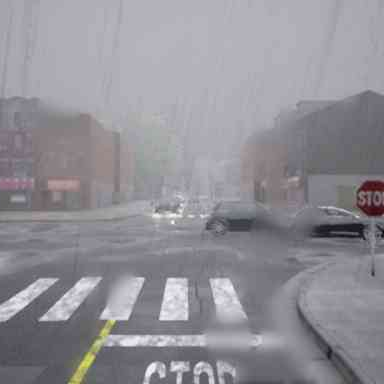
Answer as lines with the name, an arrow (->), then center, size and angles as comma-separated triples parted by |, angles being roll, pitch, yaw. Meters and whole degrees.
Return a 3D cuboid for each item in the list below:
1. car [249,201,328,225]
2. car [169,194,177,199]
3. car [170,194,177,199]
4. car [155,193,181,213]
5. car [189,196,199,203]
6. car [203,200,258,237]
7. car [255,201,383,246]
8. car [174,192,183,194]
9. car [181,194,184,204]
car -> 6.680, 1.431, 23.392 | 5.008, 1.535, 1.882 | -1, -1, -1
car -> -5.330, 1.289, 93.005 | 2.008, 1.369, 4.403 | 1, 0, -1
car -> -5.373, 1.260, 94.978 | 1.752, 1.417, 4.829 | 1, 0, -1
car -> -2.662, 1.250, 35.430 | 2.097, 1.767, 4.553 | 0, 0, 2
car -> 0.327, 1.361, 62.289 | 2.033, 1.411, 5.357 | 0, 0, 0
car -> 2.853, 1.219, 16.660 | 4.553, 1.767, 2.097 | -1, -1, -1
car -> 5.335, 1.264, 13.431 | 4.902, 1.511, 2.128 | -1, -1, -1
car -> -2.556, 1.036, 60.336 | 2.150, 2.045, 5.566 | 0, 1, 0
car -> -2.585, 1.357, 45.524 | 2.128, 1.511, 4.902 | 0, 0, 0
